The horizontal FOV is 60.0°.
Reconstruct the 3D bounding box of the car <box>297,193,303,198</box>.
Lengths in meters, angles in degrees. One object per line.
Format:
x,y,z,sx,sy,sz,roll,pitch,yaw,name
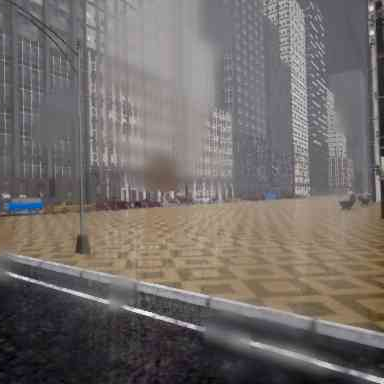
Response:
26.652,1.117,86.698,1.947,1.339,4.313,-2,-1,35,car

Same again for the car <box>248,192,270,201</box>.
13.799,1.082,68.427,1.967,1.590,4.097,-2,-1,35,car

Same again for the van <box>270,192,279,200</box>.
17.010,0.960,72.995,1.690,1.788,3.998,-2,-1,35,van

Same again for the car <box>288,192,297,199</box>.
23.422,0.889,82.141,2.192,1.841,5.009,-2,-1,35,car

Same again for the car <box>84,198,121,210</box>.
-12.073,1.565,45.283,1.752,1.417,4.829,-2,-1,35,car

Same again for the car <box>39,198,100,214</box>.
-11.612,1.371,31.889,1.752,1.417,4.829,-2,-1,35,car

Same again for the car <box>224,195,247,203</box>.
7.518,1.214,59.398,1.752,1.417,4.829,-2,-1,35,car

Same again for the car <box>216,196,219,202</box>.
3.985,1.464,68.391,2.008,1.369,4.403,-2,-1,35,car

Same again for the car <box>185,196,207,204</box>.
0.793,1.482,63.797,1.887,1.381,4.507,-2,-1,35,car

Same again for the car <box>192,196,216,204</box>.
1.814,1.424,60.526,1.812,1.442,4.674,-2,-1,35,car

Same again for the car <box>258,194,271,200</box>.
19.947,1.347,91.359,1.887,1.381,4.507,-2,-1,35,car

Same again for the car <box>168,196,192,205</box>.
-2.402,1.401,59.205,1.967,1.590,4.097,-2,-1,35,car

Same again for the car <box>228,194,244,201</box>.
10.367,1.307,77.580,1.967,1.590,4.097,-2,-1,35,car

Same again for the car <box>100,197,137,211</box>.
-8.525,1.259,36.336,1.967,1.590,4.097,-2,-1,35,car

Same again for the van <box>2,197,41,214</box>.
-18.365,1.435,36.237,1.690,1.788,3.998,-2,-1,35,van

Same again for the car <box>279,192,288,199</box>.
20.216,1.036,77.569,1.967,1.590,4.097,-2,-1,35,car

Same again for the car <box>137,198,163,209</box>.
-5.334,1.374,40.921,1.802,1.307,4.206,-2,-1,35,car
